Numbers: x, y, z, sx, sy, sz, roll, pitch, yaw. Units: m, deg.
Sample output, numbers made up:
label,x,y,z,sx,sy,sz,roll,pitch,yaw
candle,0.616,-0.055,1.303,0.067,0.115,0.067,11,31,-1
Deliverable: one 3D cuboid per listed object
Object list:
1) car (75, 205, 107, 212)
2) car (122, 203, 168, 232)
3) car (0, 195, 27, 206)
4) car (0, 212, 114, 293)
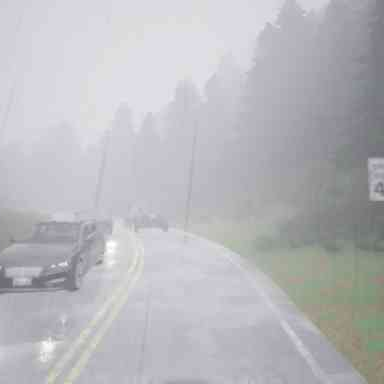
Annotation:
label,x,y,z,sx,sy,sz,roll,pitch,yaw
car,-5.746,1.524,19.193,1.882,1.535,5.008,2,0,-22
car,-3.100,1.510,21.428,2.097,1.767,4.553,2,-1,-22
car,-22.111,1.135,39.761,5.008,1.535,1.882,3,-4,23
car,-3.609,1.544,9.154,2.128,1.511,4.902,0,0,-4
